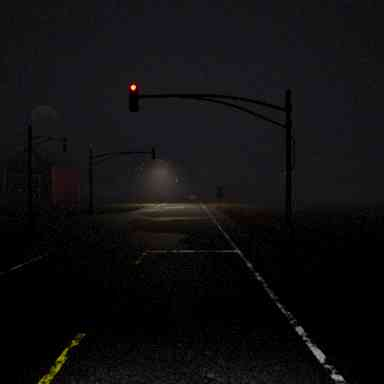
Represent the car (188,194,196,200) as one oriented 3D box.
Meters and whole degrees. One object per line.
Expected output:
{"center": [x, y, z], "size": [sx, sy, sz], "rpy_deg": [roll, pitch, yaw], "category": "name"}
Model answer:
{"center": [0.067, 1.242, 86.583], "size": [2.097, 1.767, 4.553], "rpy_deg": [0, 0, 0], "category": "car"}
